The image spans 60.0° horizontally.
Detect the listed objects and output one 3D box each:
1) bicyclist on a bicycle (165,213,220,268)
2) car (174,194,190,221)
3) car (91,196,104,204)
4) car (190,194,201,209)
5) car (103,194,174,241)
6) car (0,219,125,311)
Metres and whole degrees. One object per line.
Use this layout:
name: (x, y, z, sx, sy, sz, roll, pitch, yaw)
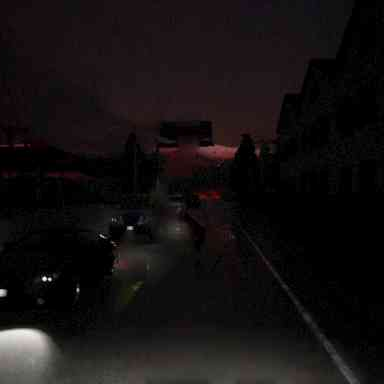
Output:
bicyclist on a bicycle: (-0.003, 1.450, 9.824, 1.656, 1.620, 0.582, -2, 0, 4)
car: (-1.671, 1.220, 27.870, 2.150, 2.045, 5.566, 0, 0, 4)
car: (-17.640, 1.669, 65.746, 4.611, 1.667, 2.242, 0, 0, 4)
car: (-1.409, 1.336, 46.612, 5.566, 2.045, 2.150, -1, -1, 36)
car: (-2.495, 1.221, 17.179, 2.150, 2.045, 5.566, 0, 0, 4)
car: (-3.173, 1.564, 7.735, 1.994, 1.385, 4.181, 0, 0, 4)
